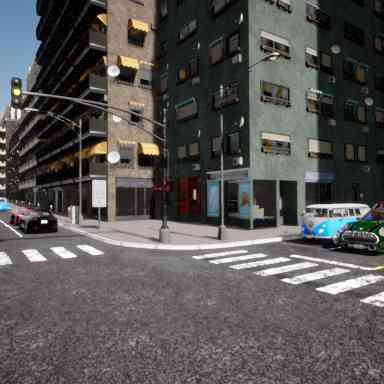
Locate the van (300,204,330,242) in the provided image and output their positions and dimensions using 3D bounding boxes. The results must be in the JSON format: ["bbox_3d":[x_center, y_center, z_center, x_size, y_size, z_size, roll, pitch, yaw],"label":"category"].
[{"bbox_3d":[6.955,1.466,15.997,3.998,1.788,1.690,0,-1,-34],"label":"van"}]

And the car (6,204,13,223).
[{"bbox_3d":[-12.718,1.783,25.321,1.802,1.307,4.206,1,-1,-34],"label":"car"}]

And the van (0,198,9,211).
[{"bbox_3d":[-25.208,1.641,43.779,1.690,1.788,3.998,1,-1,-34],"label":"van"}]

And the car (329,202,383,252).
[{"bbox_3d":[8.046,1.429,13.620,4.553,1.767,2.097,0,-1,-34],"label":"car"}]

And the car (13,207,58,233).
[{"bbox_3d":[-9.595,1.743,20.708,1.947,1.339,4.313,1,-1,-34],"label":"car"}]
